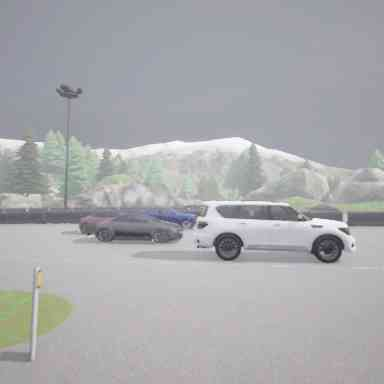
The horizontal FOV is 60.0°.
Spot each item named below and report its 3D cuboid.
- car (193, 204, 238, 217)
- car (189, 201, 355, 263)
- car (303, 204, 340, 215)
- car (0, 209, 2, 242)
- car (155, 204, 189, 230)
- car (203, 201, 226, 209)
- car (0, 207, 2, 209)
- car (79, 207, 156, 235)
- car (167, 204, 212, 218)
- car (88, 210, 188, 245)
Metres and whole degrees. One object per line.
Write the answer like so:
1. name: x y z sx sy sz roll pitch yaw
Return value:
1. car: 2.851 2.247 40.508 5.357 1.411 2.033 0 -1 6
2. car: 2.850 1.344 12.156 5.566 2.045 2.150 0 -1 6
3. car: 18.737 2.468 48.097 4.674 1.442 1.812 0 -2 33
4. car: -10.399 1.593 13.561 5.008 1.535 1.882 -1 -1 6
5. car: -1.820 1.797 23.208 5.008 1.535 1.882 0 -1 6
6. car: 4.203 2.515 63.198 1.812 1.442 4.674 2 -2 -32
7. car: -27.981 2.436 43.771 5.566 2.045 2.150 -2 -1 6
8. car: -4.584 1.797 19.982 4.181 1.385 1.994 0 -1 6
9. car: -0.191 2.125 37.311 4.892 1.490 1.837 0 -1 6
10. car: -2.541 1.737 16.245 4.181 1.385 1.994 1 -1 6
